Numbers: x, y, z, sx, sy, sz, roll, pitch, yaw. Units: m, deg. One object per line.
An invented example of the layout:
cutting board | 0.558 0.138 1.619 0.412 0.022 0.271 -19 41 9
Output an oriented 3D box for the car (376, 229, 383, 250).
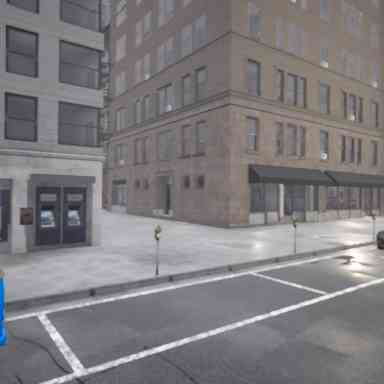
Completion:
car | 9.105 1.616 13.259 4.313 1.339 1.947 0 0 -36

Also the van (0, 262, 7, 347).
van | -4.276 1.337 3.699 3.998 1.788 1.690 0 1 -36
